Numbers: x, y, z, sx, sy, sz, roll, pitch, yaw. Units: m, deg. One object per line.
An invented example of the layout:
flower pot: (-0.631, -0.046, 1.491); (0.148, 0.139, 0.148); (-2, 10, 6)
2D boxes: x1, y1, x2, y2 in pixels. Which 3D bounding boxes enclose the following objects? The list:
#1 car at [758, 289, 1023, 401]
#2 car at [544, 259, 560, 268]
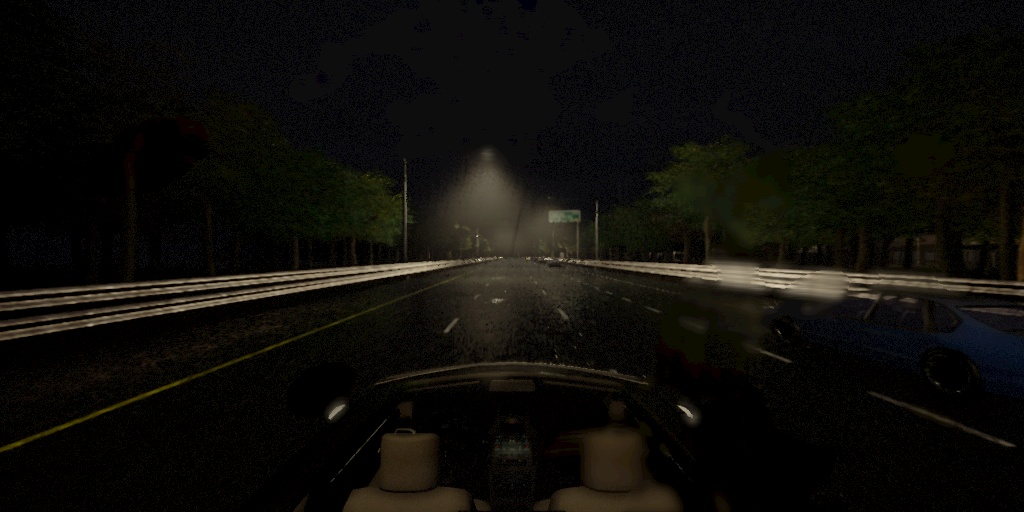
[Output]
car: (7.003, 1.301, 6.365); (2.033, 1.411, 5.357); (0, 0, 0)
car: (7.200, 1.309, 62.259); (1.994, 1.385, 4.181); (0, 0, 0)
